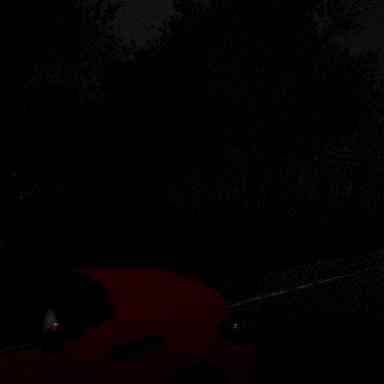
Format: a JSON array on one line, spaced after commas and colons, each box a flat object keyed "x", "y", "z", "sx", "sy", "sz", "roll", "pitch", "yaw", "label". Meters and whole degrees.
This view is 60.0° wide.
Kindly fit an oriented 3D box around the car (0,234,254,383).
[{"x": -2.080, "y": 1.220, "z": 2.261, "sx": 5.566, "sy": 2.045, "sz": 2.150, "roll": 0, "pitch": 0, "yaw": -35, "label": "car"}]
